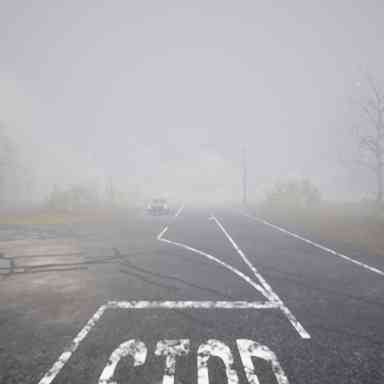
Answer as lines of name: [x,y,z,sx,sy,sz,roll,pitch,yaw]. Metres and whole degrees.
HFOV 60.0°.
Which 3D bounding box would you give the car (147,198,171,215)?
car: [-3.274,1.384,33.923,2.097,1.767,4.553,0,0,0]
